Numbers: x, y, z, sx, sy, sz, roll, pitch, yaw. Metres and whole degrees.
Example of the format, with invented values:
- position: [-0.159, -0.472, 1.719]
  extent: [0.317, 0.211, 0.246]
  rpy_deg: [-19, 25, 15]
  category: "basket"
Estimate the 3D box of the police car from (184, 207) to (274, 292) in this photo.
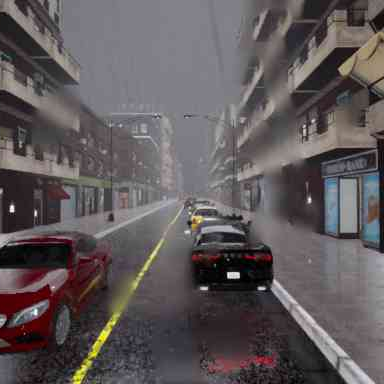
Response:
- position: [0.813, 1.437, 9.125]
  extent: [1.930, 1.638, 5.238]
  rpy_deg: [0, 0, 0]
  category: "police car"

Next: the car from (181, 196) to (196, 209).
- position: [-0.043, 1.504, 47.585]
  extent: [2.097, 1.767, 4.553]
  rpy_deg: [0, 0, 0]
  category: "car"

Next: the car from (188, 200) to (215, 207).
- position: [0.798, 1.494, 19.207]
  extent: [1.801, 1.575, 5.366]
  rpy_deg: [0, 0, 0]
  category: "car"

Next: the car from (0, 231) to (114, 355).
- position: [-2.757, 1.532, 6.331]
  extent: [1.812, 1.442, 4.674]
  rpy_deg: [0, 0, 0]
  category: "car"

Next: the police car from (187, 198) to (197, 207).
- position: [0.789, 1.485, 25.127]
  extent: [1.930, 1.638, 5.238]
  rpy_deg: [0, 0, 0]
  category: "police car"
